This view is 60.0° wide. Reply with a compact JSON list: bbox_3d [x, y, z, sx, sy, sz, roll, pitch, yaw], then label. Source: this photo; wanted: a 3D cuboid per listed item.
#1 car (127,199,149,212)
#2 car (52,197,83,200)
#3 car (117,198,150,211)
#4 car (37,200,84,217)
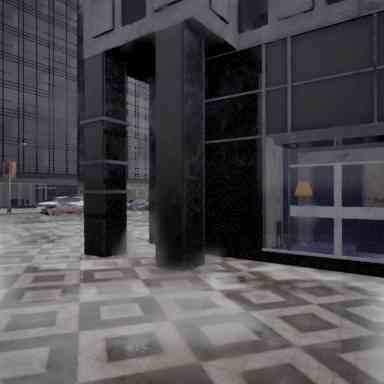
[{"bbox_3d":[-6.304,1.999,46.356,1.812,1.442,4.674,0,-1,36],"label":"car"},{"bbox_3d":[-15.377,1.558,39.372,2.150,2.045,5.566,0,-1,36],"label":"car"},{"bbox_3d":[-8.543,1.846,48.811,2.097,1.767,4.553,0,-1,36],"label":"car"},{"bbox_3d":[-13.988,1.861,35.732,1.994,1.385,4.181,0,-1,37],"label":"car"}]
